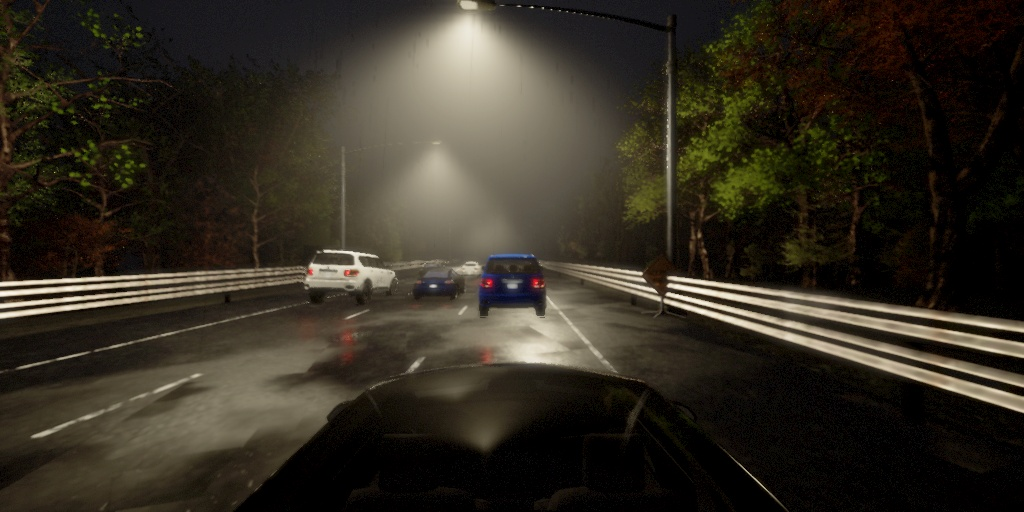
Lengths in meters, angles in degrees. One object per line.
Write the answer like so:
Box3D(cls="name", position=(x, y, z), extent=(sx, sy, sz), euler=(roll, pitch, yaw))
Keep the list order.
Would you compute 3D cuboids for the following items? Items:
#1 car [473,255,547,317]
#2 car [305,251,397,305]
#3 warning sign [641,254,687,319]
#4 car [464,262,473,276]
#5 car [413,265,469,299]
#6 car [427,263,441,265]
Box3D(cls="car", position=(0.015, 0.970, 13.231), extent=(2.150, 2.045, 5.566), euler=(0, 0, 0))
Box3D(cls="car", position=(-6.980, 0.925, 16.226), extent=(2.150, 2.045, 5.566), euler=(2, -3, 0))
Box3D(cls="warning sign", position=(4.522, 0.862, 10.765), extent=(1.300, 1.860, 1.060), euler=(0, 0, 0))
Box3D(cls="car", position=(-3.767, 1.292, 33.809), extent=(1.812, 1.442, 4.674), euler=(0, 0, -1))
Box3D(cls="car", position=(-3.515, 1.313, 17.943), extent=(1.994, 1.385, 4.181), euler=(0, 0, 0))
Box3D(cls="car", position=(-7.258, 1.329, 33.227), extent=(1.994, 1.385, 4.181), euler=(0, 0, -1))
